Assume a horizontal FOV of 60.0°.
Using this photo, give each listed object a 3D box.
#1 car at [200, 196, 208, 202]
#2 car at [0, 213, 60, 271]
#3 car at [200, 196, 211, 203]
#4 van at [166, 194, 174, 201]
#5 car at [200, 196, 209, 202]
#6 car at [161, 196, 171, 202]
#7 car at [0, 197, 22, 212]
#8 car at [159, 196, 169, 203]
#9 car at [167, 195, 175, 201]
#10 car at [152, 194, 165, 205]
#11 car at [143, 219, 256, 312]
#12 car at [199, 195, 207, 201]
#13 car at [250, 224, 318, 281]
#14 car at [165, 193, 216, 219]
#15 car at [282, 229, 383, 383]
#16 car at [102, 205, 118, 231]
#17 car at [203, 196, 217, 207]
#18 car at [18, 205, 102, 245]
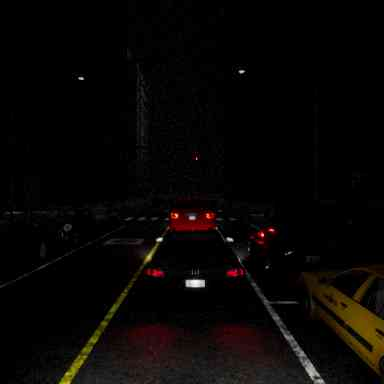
[{"bbox_3d":[2.823,1.572,79.747,1.887,1.381,4.507,0,0,0],"label":"car"},{"bbox_3d":[-5.756,1.545,9.681,1.887,1.381,4.507,0,0,0],"label":"car"},{"bbox_3d":[2.815,1.571,68.871,2.008,1.369,4.403,0,0,0],"label":"car"},{"bbox_3d":[-5.698,1.372,85.191,1.690,1.788,3.998,0,0,0],"label":"van"},{"bbox_3d":[2.819,1.568,74.309,1.887,1.381,4.507,0,0,0],"label":"car"},{"bbox_3d":[-5.706,1.548,74.146,1.752,1.417,4.829,0,0,0],"label":"car"},{"bbox_3d":[-19.040,1.135,32.062,5.008,1.535,1.882,1,0,1],"label":"car"},{"bbox_3d":[-5.710,1.602,68.878,1.802,1.307,4.206,0,0,0],"label":"car"},{"bbox_3d":[-5.693,1.585,90.629,2.008,1.369,4.403,0,0,0],"label":"car"},{"bbox_3d":[-5.719,1.329,58.003,2.192,1.841,5.009,0,0,0],"label":"car"},{"bbox_3d":[0.065,1.564,7.807,1.994,1.385,4.181,0,0,0],"label":"car"},{"bbox_3d":[2.828,1.556,85.354,1.752,1.417,4.829,0,0,0],"label":"car"},{"bbox_3d":[2.769,1.566,9.677,1.947,1.339,4.313,0,0,0],"label":"car"},{"bbox_3d":[0.017,1.223,17.227,2.150,2.045,5.566,0,0,0],"label":"car"},{"bbox_3d":[2.765,1.525,4.390,1.752,1.417,4.829,0,0,0],"label":"car"},{"bbox_3d":[-5.748,1.527,20.425,1.752,1.417,4.829,0,0,0],"label":"car"},{"bbox_3d":[2.802,1.452,52.559,1.967,1.590,4.097,0,0,0],"label":"car"},{"bbox_3d":[-5.752,1.441,15.139,1.967,1.590,4.097,0,0,0],"label":"car"}]
